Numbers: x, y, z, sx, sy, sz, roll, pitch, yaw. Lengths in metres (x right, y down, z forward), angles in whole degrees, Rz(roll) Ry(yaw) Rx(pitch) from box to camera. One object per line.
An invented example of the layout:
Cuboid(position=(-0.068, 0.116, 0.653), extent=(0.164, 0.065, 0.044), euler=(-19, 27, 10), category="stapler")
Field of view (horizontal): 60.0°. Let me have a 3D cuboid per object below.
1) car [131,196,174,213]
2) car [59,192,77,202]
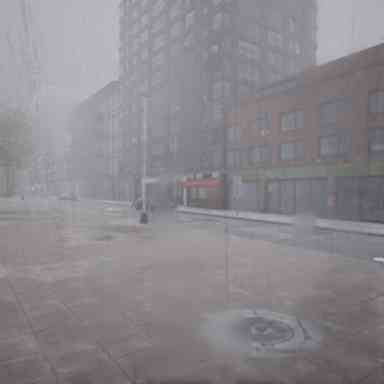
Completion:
Cuboid(position=(-3.661, 1.090, 30.251), extent=(2.033, 1.411, 5.357), euler=(1, 1, -35), category="car")
Cuboid(position=(-19.811, 0.743, 53.153), extent=(2.128, 1.511, 4.902), euler=(1, 0, -35), category="car")
